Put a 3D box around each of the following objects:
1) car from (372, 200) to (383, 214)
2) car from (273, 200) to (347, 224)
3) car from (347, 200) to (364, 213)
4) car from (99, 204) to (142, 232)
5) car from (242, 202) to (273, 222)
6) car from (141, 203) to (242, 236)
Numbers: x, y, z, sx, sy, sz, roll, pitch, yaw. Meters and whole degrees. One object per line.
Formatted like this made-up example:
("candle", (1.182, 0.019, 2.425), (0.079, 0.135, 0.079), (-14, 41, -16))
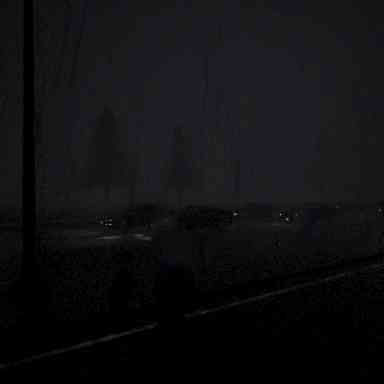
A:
("car", (19.108, 1.376, 31.703), (4.902, 1.511, 2.128), (0, 0, -35))
("car", (8.686, 1.475, 24.304), (5.357, 1.411, 2.033), (0, 0, -35))
("car", (15.046, 1.493, 33.108), (4.718, 1.301, 1.895), (0, 0, -35))
("car", (-3.131, 1.473, 20.176), (4.892, 1.490, 1.837), (0, 0, -36))
("car", (4.800, 1.483, 25.832), (5.357, 1.411, 2.033), (0, 0, -35))
("car", (0.065, 1.455, 18.154), (4.902, 1.511, 2.128), (0, 0, -35))
